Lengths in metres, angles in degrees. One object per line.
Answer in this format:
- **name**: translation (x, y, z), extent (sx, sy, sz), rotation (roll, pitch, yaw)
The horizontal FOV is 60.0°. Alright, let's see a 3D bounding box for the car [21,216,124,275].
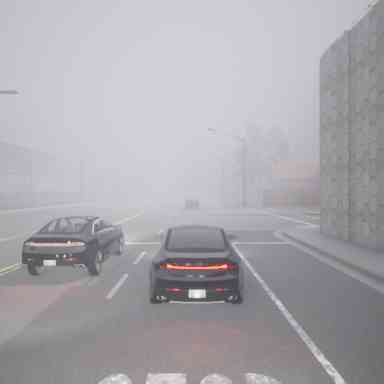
- **car**: translation (-3.421, 1.490, 10.413), extent (2.128, 1.511, 4.902), rotation (0, 0, 0)

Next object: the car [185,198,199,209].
- **car**: translation (0.009, 1.484, 44.142), extent (2.128, 1.511, 4.902), rotation (0, 0, 0)

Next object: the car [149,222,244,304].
- **car**: translation (0.085, 1.503, 8.142), extent (1.837, 1.490, 4.892), rotation (0, 0, 0)
